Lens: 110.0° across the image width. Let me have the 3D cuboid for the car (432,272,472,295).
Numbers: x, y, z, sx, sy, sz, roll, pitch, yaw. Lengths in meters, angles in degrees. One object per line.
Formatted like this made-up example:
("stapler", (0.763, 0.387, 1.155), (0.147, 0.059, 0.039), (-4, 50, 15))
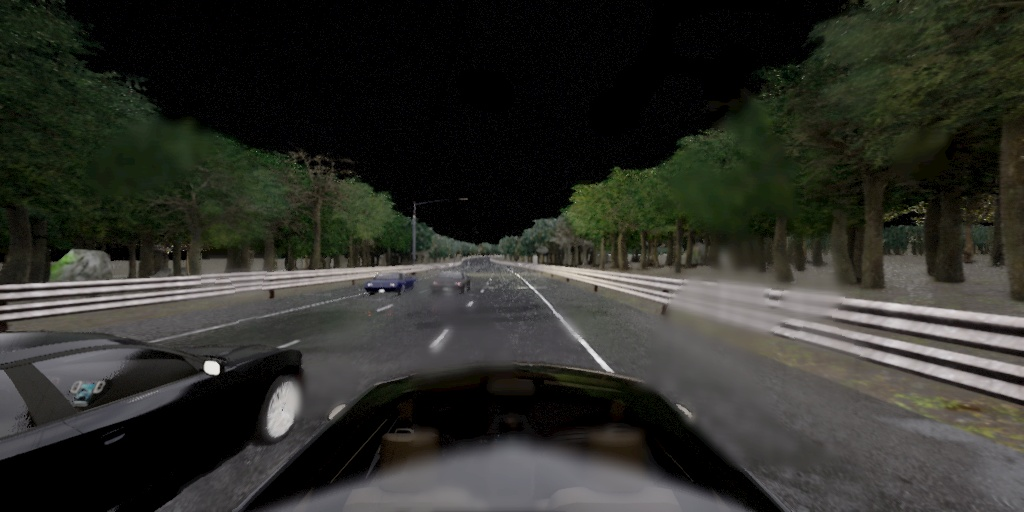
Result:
("car", (-3.588, 1.629, 22.242), (1.895, 1.301, 4.718), (0, -1, -1))

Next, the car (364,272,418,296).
("car", (-7.078, 1.621, 21.619), (1.895, 1.301, 4.718), (0, -1, -1))

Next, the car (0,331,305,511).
("car", (-3.413, 1.237, 2.310), (1.882, 1.535, 5.008), (0, -1, 0))
